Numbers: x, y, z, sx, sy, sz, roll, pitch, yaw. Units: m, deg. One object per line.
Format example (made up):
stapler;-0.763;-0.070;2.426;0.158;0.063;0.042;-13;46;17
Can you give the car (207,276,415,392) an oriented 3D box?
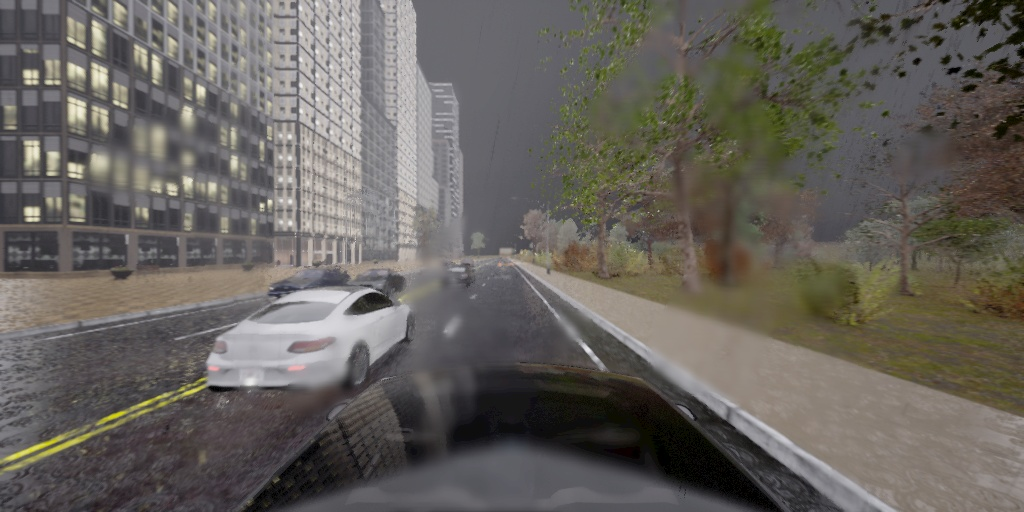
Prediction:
car;-3.196;1.287;6.691;1.812;1.442;4.674;0;0;0

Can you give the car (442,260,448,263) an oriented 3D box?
car;-10.772;1.346;60.200;1.994;1.385;4.181;0;0;-1

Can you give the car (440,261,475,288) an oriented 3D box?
car;-3.460;1.287;23.547;1.812;1.442;4.674;0;0;-1

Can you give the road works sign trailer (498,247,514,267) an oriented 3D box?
road works sign trailer;-1.081;0.217;64.581;2.380;3.560;2.880;0;0;-1

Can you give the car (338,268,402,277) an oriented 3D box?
car;-6.807;1.338;18.331;1.994;1.385;4.181;0;0;-1

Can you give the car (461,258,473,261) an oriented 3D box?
car;-7.533;1.130;60.758;2.097;1.767;4.553;0;0;-1

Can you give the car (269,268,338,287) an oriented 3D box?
car;-10.063;1.333;18.463;2.033;1.411;5.357;0;0;-1
